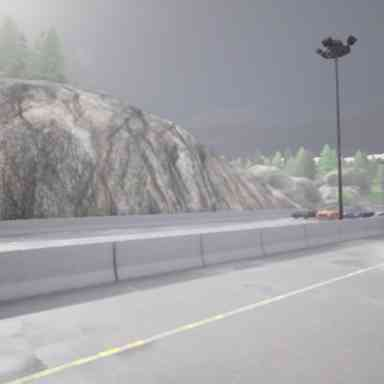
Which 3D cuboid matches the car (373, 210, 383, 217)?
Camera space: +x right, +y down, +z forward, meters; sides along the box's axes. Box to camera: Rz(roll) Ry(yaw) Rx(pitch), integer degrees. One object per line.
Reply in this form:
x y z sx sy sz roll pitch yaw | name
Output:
21.939 2.431 35.785 5.357 1.411 2.033 1 -3 -40 | car

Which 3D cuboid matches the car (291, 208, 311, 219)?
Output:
15.319 2.819 43.926 5.357 1.411 2.033 1 -3 -40 | car

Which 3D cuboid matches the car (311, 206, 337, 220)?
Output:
17.230 2.490 40.982 4.553 1.767 2.097 1 -2 -39 | car

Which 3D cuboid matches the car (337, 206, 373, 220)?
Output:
19.006 2.355 37.919 4.553 1.767 2.097 1 -2 -39 | car
